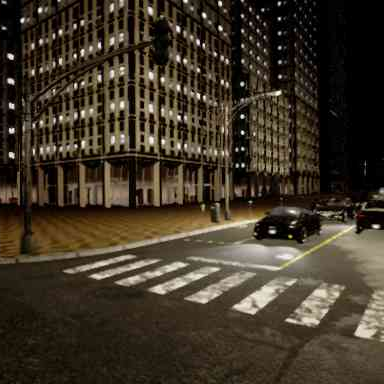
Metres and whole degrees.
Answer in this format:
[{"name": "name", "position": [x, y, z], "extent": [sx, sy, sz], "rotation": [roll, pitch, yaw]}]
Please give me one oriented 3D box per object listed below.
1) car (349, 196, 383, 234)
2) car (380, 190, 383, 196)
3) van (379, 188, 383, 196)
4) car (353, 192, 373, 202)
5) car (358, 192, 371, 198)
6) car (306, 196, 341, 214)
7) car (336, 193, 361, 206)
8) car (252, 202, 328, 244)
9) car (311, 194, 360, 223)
[{"name": "car", "position": [9.200, 1.164, 16.076], "extent": [1.837, 1.490, 4.892], "rotation": [-1, 0, 36]}, {"name": "car", "position": [44.411, 0.130, 75.971], "extent": [1.947, 1.339, 4.313], "rotation": [0, 1, 35]}, {"name": "van", "position": [41.155, -0.001, 71.351], "extent": [1.690, 1.788, 3.998], "rotation": [0, 1, 35]}, {"name": "car", "position": [24.882, 0.670, 48.275], "extent": [1.887, 1.381, 4.507], "rotation": [0, 1, 35]}, {"name": "car", "position": [15.565, 0.936, 30.574], "extent": [1.837, 1.490, 4.892], "rotation": [-1, 0, 35]}, {"name": "car", "position": [11.863, 1.071, 29.812], "extent": [1.947, 1.339, 4.313], "rotation": [0, 1, 35]}, {"name": "car", "position": [18.372, 0.880, 39.043], "extent": [1.947, 1.339, 4.313], "rotation": [0, 1, 35]}, {"name": "car", "position": [4.259, 1.327, 14.552], "extent": [1.994, 1.385, 4.181], "rotation": [-1, 1, 35]}, {"name": "car", "position": [9.421, 1.115, 21.875], "extent": [1.837, 1.490, 4.892], "rotation": [-1, 1, 35]}]
